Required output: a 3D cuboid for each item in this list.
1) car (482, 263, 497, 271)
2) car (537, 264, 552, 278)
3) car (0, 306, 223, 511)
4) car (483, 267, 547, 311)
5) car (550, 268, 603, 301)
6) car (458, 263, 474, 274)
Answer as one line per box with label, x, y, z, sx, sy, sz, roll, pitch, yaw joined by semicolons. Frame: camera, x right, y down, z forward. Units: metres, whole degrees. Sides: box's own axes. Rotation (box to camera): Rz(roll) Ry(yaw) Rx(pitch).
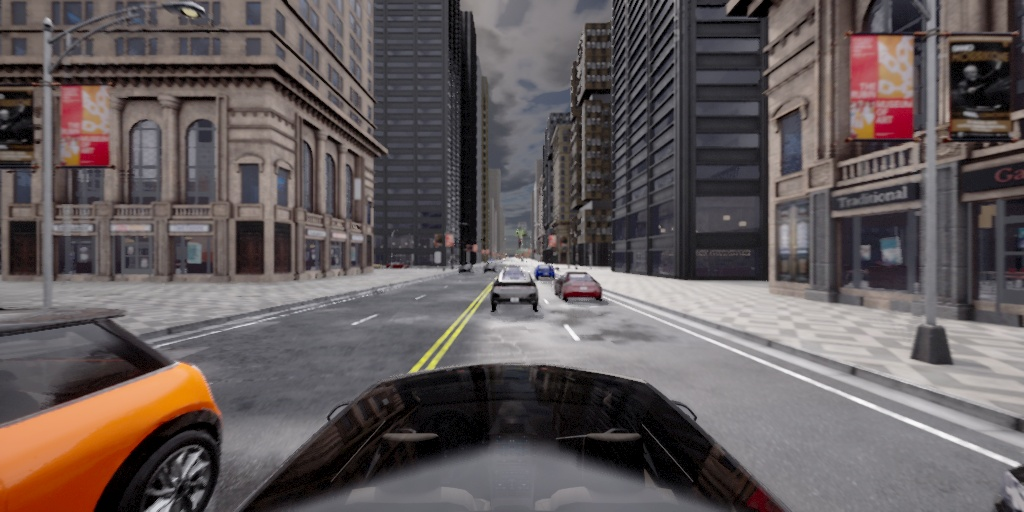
car;-3.298;1.833;54.044;1.837;1.490;4.892;0;-1;0
car;3.361;1.628;37.854;1.882;1.535;5.008;0;-1;0
car;-3.352;1.092;0.901;2.097;1.767;4.553;0;-1;0
car;0.099;1.392;15.301;2.128;1.511;4.902;0;-1;0
car;3.352;1.504;18.785;1.994;1.385;4.181;0;-1;0
car;-6.564;1.806;51.816;1.837;1.490;4.892;0;0;0
